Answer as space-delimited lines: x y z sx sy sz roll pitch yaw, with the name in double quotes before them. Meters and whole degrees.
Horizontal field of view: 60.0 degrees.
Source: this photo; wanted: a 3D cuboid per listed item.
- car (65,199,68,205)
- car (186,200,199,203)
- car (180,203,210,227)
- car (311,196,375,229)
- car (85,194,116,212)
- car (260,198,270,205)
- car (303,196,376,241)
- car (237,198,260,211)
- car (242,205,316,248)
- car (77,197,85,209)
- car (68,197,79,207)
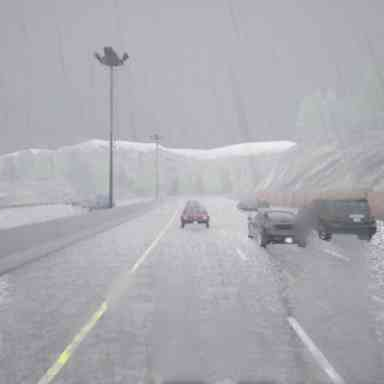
"car" -21.463 1.618 60.307 2.128 1.511 4.902 0 0 -1
"car" 0.067 1.653 37.268 2.033 1.411 5.357 0 0 -1
"car" 0.194 1.667 23.204 1.895 1.301 4.718 0 0 0
"car" 10.711 1.322 24.162 2.150 2.045 5.566 0 0 0
"car" -10.667 1.307 40.155 2.150 2.045 5.566 0 0 -1
"car" 10.336 1.677 50.000 1.837 1.490 4.892 0 0 -1
"car" 7.186 1.292 17.149 2.150 2.045 5.566 0 0 0
"car" 6.967 1.704 42.481 1.994 1.385 4.181 0 0 -1
"car" 3.673 1.560 14.984 1.837 1.490 4.892 0 0 0
"car" -14.277 1.693 47.286 1.895 1.301 4.718 0 0 0
"car" -17.871 1.577 53.789 1.882 1.535 5.008 0 0 -1
